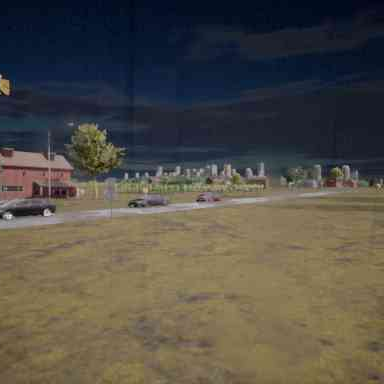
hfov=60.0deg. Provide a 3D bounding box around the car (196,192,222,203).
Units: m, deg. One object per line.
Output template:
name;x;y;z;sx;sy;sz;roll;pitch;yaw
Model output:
car;2.335;0.758;45.208;1.994;1.385;4.181;1;2;36

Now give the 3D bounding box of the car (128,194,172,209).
car;-4.436;0.980;35.883;2.033;1.411;5.357;1;2;36

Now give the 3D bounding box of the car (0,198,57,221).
car;-12.561;1.213;24.697;1.837;1.490;4.892;1;2;37
